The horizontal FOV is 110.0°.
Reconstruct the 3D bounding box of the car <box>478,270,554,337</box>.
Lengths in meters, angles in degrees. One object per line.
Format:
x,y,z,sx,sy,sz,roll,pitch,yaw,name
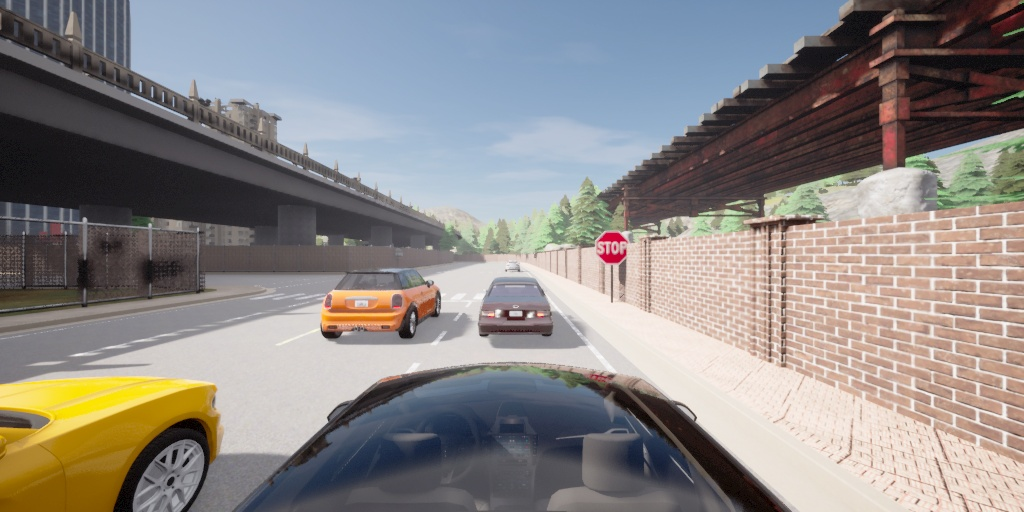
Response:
0.082,1.297,10.284,2.033,1.411,5.357,0,0,0,car

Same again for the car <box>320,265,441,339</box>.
-3.419,1.102,10.262,2.097,1.767,4.553,0,0,0,car

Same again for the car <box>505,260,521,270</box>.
0.082,1.275,46.167,1.812,1.442,4.674,0,0,-1,car

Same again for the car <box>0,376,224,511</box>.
-3.396,1.228,1.005,1.882,1.535,5.008,0,0,0,car
